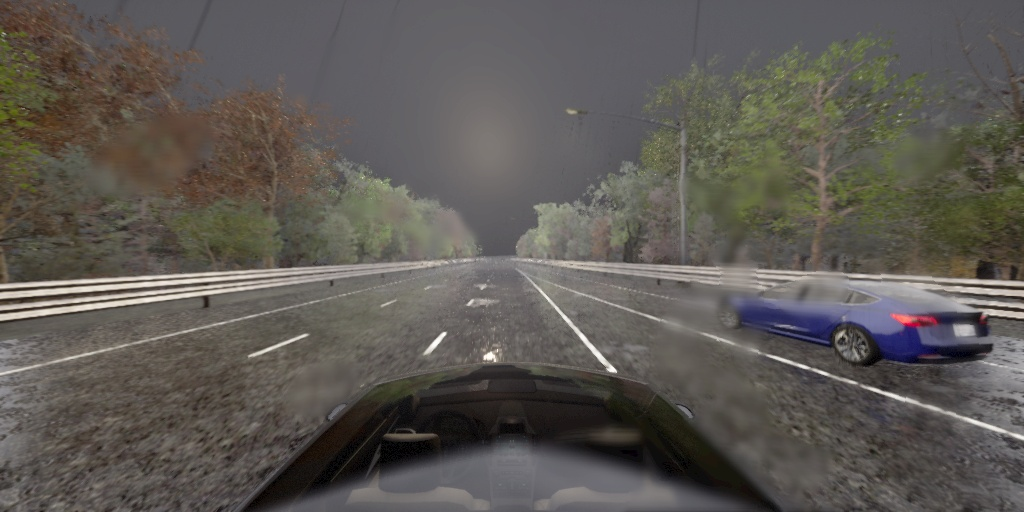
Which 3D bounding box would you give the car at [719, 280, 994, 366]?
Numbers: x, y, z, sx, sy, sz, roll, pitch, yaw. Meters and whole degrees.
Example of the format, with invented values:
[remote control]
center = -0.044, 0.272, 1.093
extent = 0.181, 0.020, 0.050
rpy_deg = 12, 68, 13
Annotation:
[car]
center = 6.909, 1.246, 8.026
extent = 2.163, 1.488, 4.792
rpy_deg = 0, 0, -8
